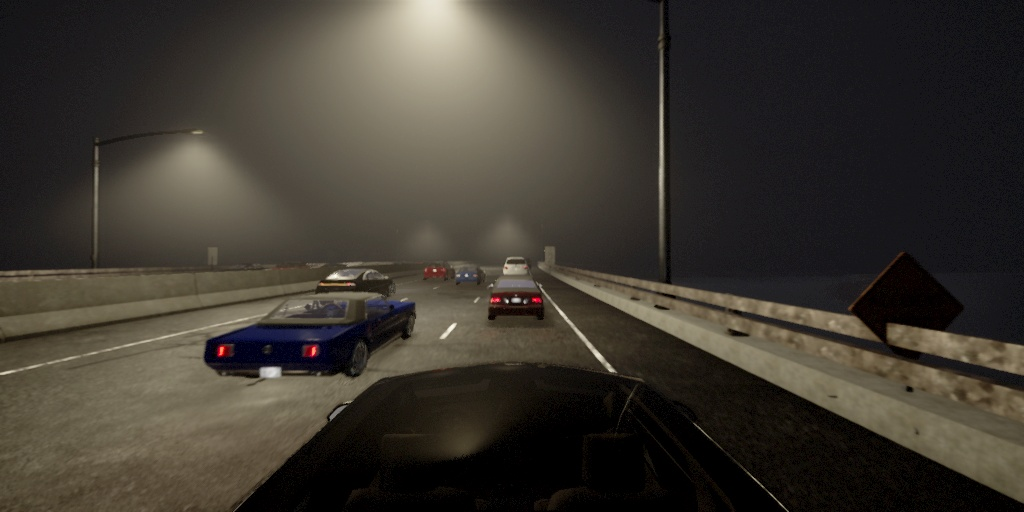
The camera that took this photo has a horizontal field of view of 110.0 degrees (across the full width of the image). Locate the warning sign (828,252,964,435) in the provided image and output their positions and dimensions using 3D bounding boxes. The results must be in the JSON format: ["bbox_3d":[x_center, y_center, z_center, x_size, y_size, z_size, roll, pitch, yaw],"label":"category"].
[{"bbox_3d":[4.552,0.881,4.130,1.300,1.860,1.060,0,0,0],"label":"warning sign"}]

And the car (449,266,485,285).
[{"bbox_3d":[-3.185,1.463,28.022,2.033,1.411,5.357,0,0,1],"label":"car"}]

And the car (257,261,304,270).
[{"bbox_3d":[-20.783,1.302,33.306,2.097,1.767,4.553,0,0,1],"label":"car"}]

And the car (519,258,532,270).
[{"bbox_3d":[2.375,1.392,63.697,2.150,2.045,5.566,0,0,2],"label":"car"}]

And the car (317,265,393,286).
[{"bbox_3d":[-6.827,1.329,16.164,2.128,1.511,4.902,0,0,1],"label":"car"}]

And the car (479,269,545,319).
[{"bbox_3d":[0.144,1.366,13.046,2.033,1.411,5.357,0,0,0],"label":"car"}]

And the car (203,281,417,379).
[{"bbox_3d":[-3.406,1.384,7.323,1.895,1.301,4.718,0,0,1],"label":"car"}]

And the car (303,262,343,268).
[{"bbox_3d":[-17.266,1.434,34.229,1.882,1.535,5.008,0,0,1],"label":"car"}]

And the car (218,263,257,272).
[{"bbox_3d":[-24.299,1.436,32.643,2.128,1.511,4.902,0,0,1],"label":"car"}]

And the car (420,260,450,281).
[{"bbox_3d":[-6.595,1.301,33.002,2.097,1.767,4.553,0,0,1],"label":"car"}]

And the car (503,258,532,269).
[{"bbox_3d":[0.391,1.165,32.214,2.150,2.045,5.566,0,0,1],"label":"car"}]
